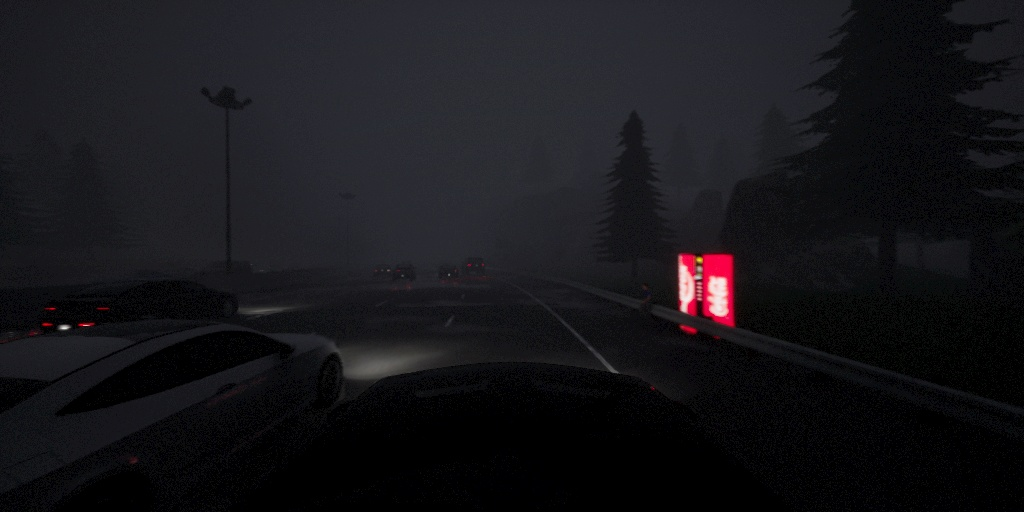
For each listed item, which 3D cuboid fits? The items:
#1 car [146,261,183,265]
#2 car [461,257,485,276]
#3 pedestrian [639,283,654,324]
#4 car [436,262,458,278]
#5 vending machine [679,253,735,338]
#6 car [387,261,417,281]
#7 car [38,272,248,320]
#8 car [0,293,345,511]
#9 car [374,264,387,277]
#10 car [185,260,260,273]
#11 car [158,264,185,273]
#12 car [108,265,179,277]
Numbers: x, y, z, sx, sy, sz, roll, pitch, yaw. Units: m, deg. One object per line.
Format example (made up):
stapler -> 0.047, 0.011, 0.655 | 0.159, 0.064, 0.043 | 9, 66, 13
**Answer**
car -> -36.189, 1.555, 36.928 | 2.150, 2.045, 5.566 | -1, 0, -14
car -> -4.621, 1.169, 42.017 | 2.150, 2.045, 5.566 | 0, -1, -16
pedestrian -> 3.975, 1.303, 10.420 | 0.375, 1.300, 0.375 | -1, 0, -3
car -> -6.766, 1.562, 37.591 | 1.895, 1.301, 4.718 | -1, 0, -14
vending machine -> 4.914, 0.908, 9.091 | 1.100, 2.100, 0.880 | 0, 0, -2
car -> -9.814, 1.475, 32.880 | 2.128, 1.511, 4.902 | 0, 0, -12
car -> -10.511, 1.421, 10.707 | 1.837, 1.490, 4.892 | 1, 0, -4
car -> -3.324, 1.324, 3.325 | 1.812, 1.442, 4.674 | 0, 0, -1
car -> -14.641, 1.620, 40.718 | 2.033, 1.411, 5.357 | -1, 0, -18
car -> -23.810, 1.377, 29.823 | 2.150, 2.045, 5.566 | -1, -1, -11
car -> -31.894, 1.775, 34.043 | 1.837, 1.490, 4.892 | -1, 0, -14
car -> -26.538, 1.649, 25.172 | 1.882, 1.535, 5.008 | -1, 0, -9
